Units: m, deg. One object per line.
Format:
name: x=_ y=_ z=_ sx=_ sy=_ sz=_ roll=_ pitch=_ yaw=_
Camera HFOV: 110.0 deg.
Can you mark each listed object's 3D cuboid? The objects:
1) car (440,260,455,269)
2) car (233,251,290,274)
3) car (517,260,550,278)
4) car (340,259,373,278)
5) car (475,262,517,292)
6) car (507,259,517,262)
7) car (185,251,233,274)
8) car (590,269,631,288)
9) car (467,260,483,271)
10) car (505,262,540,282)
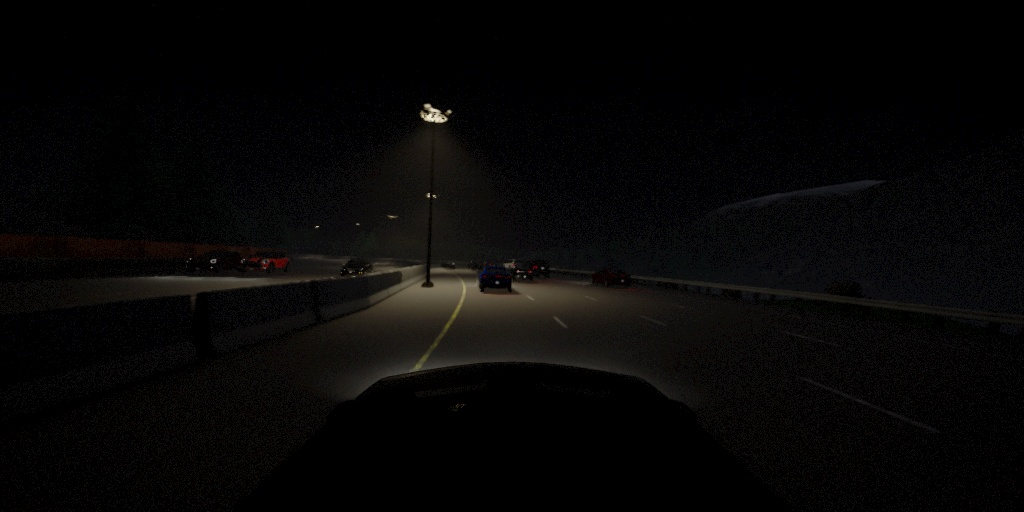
car: x=-11.072 y=1.469 z=61.641 sx=2.128 sy=1.511 sz=4.902 roll=2 pitch=-1 yaw=-22
car: x=-19.885 y=0.399 z=29.022 sx=2.097 sy=1.767 sz=4.553 roll=2 pitch=-1 yaw=-11
car: x=2.661 y=1.477 z=41.645 sx=2.150 sy=2.045 sz=5.566 roll=3 pitch=-1 yaw=-15
car: x=-13.018 y=1.001 z=30.286 sx=1.837 sy=1.490 sz=4.892 roll=2 pitch=-1 yaw=-11
car: x=-1.183 y=1.408 z=23.173 sx=1.882 sy=1.535 sz=5.008 roll=2 pitch=-1 yaw=-8
car: x=0.231 y=1.603 z=61.916 sx=2.150 sy=2.045 sz=5.566 roll=3 pitch=-1 yaw=-21
car: x=-23.326 y=0.358 z=28.372 sx=2.097 sy=1.767 sz=4.553 roll=2 pitch=-1 yaw=-11
car: x=8.300 y=1.823 z=30.715 sx=1.882 sy=1.535 sz=5.008 roll=3 pitch=-1 yaw=-10
car: x=-5.748 y=1.474 z=57.381 sx=2.097 sy=1.767 sz=4.553 roll=2 pitch=-1 yaw=-20
car: x=0.663 y=1.596 z=33.595 sx=2.128 sy=1.511 sz=4.902 roll=2 pitch=-1 yaw=-11
